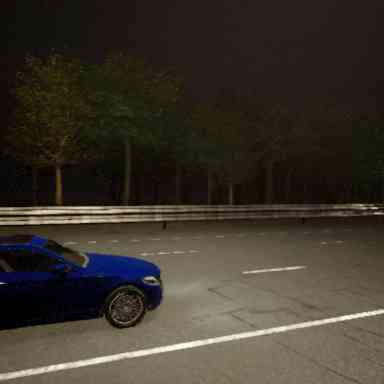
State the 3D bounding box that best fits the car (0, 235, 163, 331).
[{"bbox_3d":[-2.820,1.479,5.631,4.674,1.442,1.812,0,0,-21],"label":"car"}]
